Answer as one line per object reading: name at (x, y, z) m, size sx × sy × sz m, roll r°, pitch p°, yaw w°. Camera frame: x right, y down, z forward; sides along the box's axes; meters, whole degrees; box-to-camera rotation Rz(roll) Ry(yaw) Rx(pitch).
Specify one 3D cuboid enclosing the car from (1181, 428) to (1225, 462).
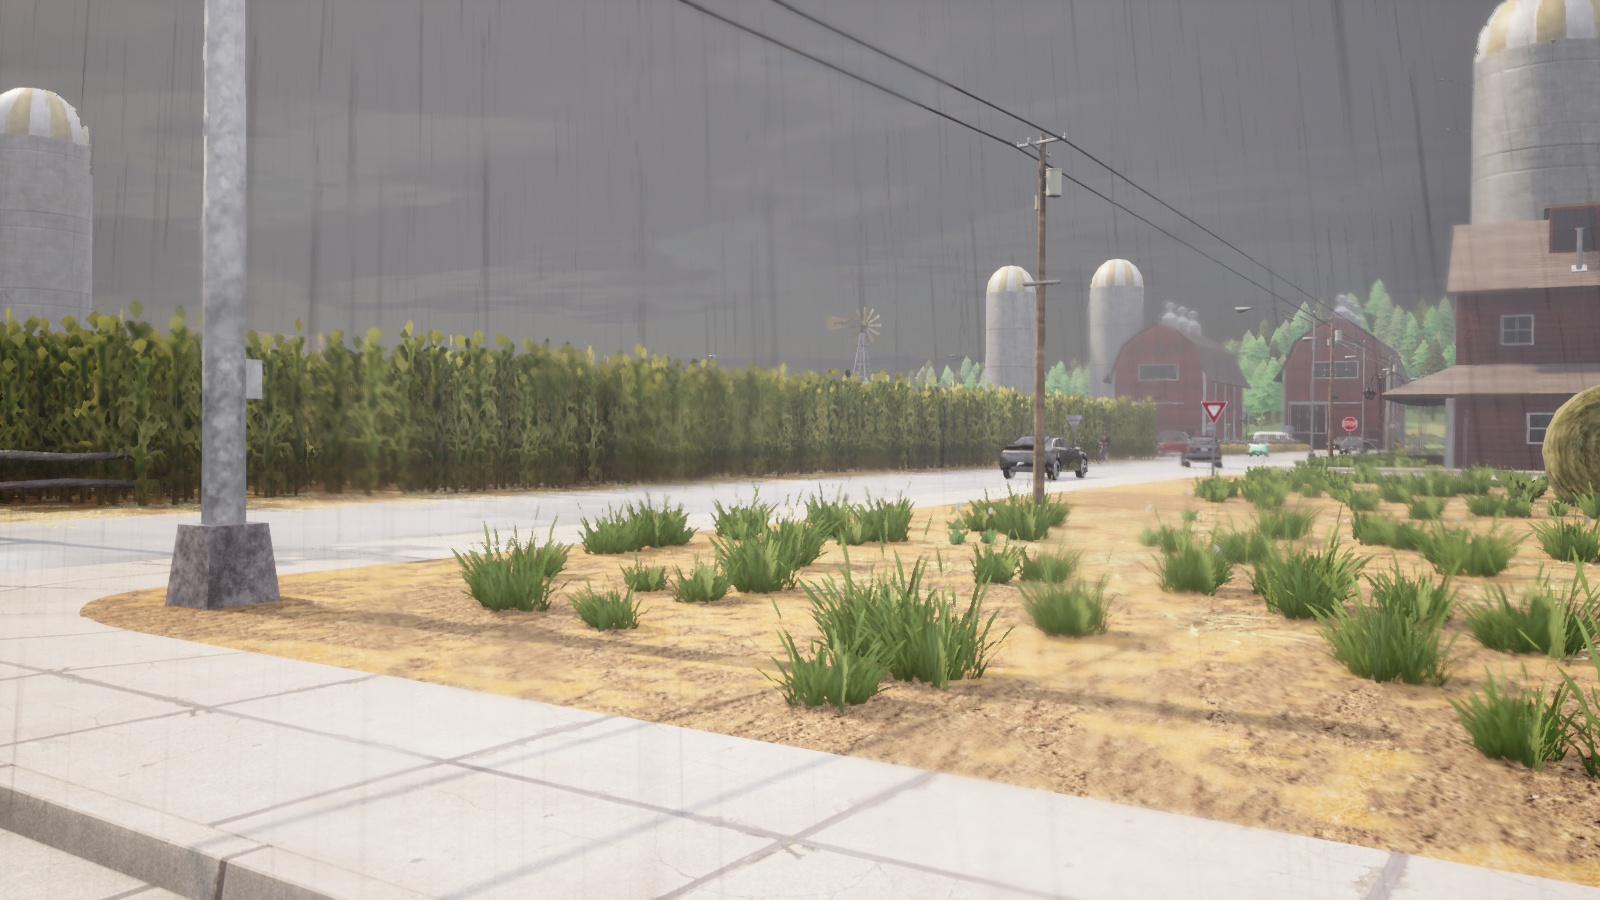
car at (19.344, -0.258, 60.439) m, size 1.789 × 1.549 × 3.705 m, roll 0°, pitch 1°, yaw 14°

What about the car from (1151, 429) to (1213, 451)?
car at (26.701, -0.696, 87.810) m, size 1.789 × 1.549 × 3.705 m, roll -1°, pitch 1°, yaw -43°

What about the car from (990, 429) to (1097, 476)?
car at (8.503, 0.052, 43.501) m, size 2.128 × 1.511 × 4.902 m, roll 0°, pitch 1°, yaw 31°
